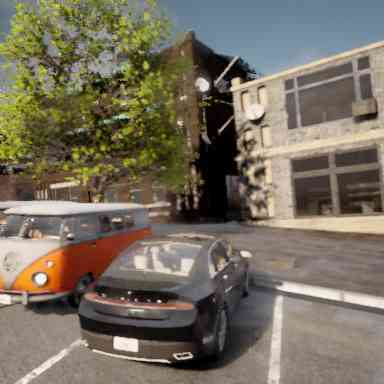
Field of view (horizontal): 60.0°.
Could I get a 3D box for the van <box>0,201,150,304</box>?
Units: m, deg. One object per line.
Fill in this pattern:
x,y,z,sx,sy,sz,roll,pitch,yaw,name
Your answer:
-2.554,1.254,7.745,1.878,1.987,4.442,1,-1,16,van

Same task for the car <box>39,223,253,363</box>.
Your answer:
-0.082,1.485,6.083,2.231,1.521,4.892,0,-1,16,car
